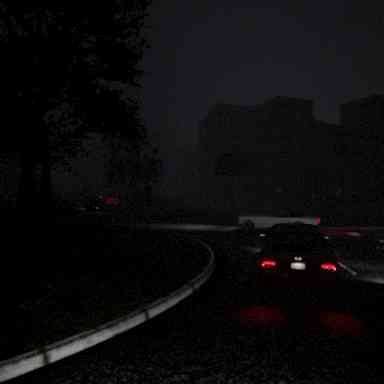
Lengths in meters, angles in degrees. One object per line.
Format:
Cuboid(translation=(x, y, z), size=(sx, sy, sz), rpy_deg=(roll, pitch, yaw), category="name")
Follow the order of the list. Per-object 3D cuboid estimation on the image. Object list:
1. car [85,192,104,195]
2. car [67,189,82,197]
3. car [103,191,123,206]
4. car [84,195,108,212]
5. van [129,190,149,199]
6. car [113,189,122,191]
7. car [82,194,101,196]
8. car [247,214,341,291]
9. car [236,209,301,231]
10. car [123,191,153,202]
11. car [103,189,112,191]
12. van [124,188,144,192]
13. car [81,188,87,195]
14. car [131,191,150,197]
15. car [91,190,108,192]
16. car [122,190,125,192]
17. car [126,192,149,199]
Cuboid(translation=(-16.933, 1.163, 57.986), size=(2.033, 1.411, 5.357), rpy_deg=(0, 1, -10), category="car")
Cuboid(translation=(-29.874, 0.486, 83.162), size=(2.097, 1.535, 5.008), rpy_deg=(0, 1, -6), category="car")
Cuboid(translation=(-12.225, 1.118, 51.200), size=(2.097, 1.767, 4.553), rpy_deg=(0, 1, -15), category="car")
Cuboid(translation=(-11.310, 1.472, 38.701), size=(1.837, 1.490, 4.892), rpy_deg=(0, 1, -22), category="car")
Cuboid(translation=(-12.056, 0.559, 75.760), size=(4.442, 1.987, 1.878), rpy_deg=(0, 1, -8), category="van")
Cuboid(translation=(-17.437, 0.720, 78.778), size=(2.128, 1.511, 4.902), rpy_deg=(0, 1, -7), category="car")
Cuboid(translation=(-14.561, 1.357, 48.226), size=(1.994, 1.385, 4.181), rpy_deg=(0, 1, -15), category="car")
Cuboid(translation=(2.865, 1.596, 9.346), size=(2.033, 1.411, 5.357), rpy_deg=(0, 0, 15), category="car")
Cuboid(translation=(5.117, 1.697, 20.006), size=(4.718, 1.301, 1.895), rpy_deg=(0, 0, 25), category="car")
Cuboid(translation=(-9.424, 1.125, 59.672), size=(4.892, 1.521, 2.231), rpy_deg=(0, 1, -10), category="car")
Cuboid(translation=(-20.301, 0.631, 77.517), size=(1.895, 1.301, 4.718), rpy_deg=(0, 1, -7), category="car")
Cuboid(translation=(-10.501, 0.790, 65.073), size=(4.442, 1.987, 1.878), rpy_deg=(0, 1, -10), category="van")
Cuboid(translation=(-30.412, 0.380, 88.628), size=(2.163, 1.488, 4.792), rpy_deg=(0, 1, -4), category="car")
Cuboid(translation=(-13.828, 0.445, 89.295), size=(4.892, 1.521, 2.231), rpy_deg=(0, 2, -5), category="car")
Cuboid(translation=(-18.776, 0.898, 67.743), size=(1.882, 1.535, 5.008), rpy_deg=(0, 1, -9), category="car")
Cuboid(translation=(-10.846, 0.711, 67.799), size=(5.566, 2.045, 2.435), rpy_deg=(0, 1, -10), category="car")
Cuboid(translation=(-12.743, 0.715, 78.427), size=(5.366, 1.575, 1.946), rpy_deg=(0, 1, -8), category="car")
